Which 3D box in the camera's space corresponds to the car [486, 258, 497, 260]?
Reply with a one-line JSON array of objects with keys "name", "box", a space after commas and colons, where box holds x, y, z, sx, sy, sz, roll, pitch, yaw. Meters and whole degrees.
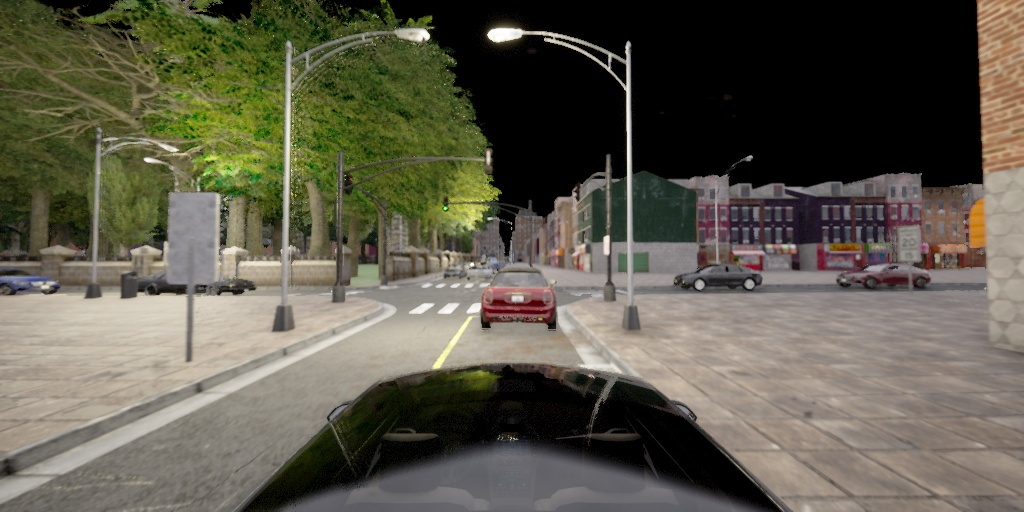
[{"name": "car", "box": [-3.131, 1.243, 53.862, 2.150, 2.045, 5.566, 0, 0, 0]}]

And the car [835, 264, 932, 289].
[{"name": "car", "box": [22.248, 1.181, 21.534, 4.674, 1.442, 1.812, -1, -2, 0]}]

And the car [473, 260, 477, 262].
[{"name": "car", "box": [-5.581, 1.498, 41.912, 2.007, 1.370, 4.403, 0, 0, 0]}]

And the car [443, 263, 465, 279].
[{"name": "car", "box": [-5.547, 1.458, 34.776, 2.007, 1.370, 4.403, 0, 0, 0]}]

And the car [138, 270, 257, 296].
[{"name": "car", "box": [-16.237, 1.349, 18.345, 5.357, 1.411, 2.033, 0, -2, 0]}]

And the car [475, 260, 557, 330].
[{"name": "car", "box": [0.342, 1.144, 11.500, 2.097, 1.767, 4.553, 0, 0, 5]}]

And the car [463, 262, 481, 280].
[{"name": "car", "box": [-2.966, 1.500, 33.122, 1.895, 1.301, 4.718, 0, 0, 2]}]

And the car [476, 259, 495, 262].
[{"name": "car", "box": [-3.052, 1.460, 43.199, 1.837, 1.490, 4.892, 0, 0, -1]}]

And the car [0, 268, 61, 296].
[{"name": "car", "box": [-26.147, 1.321, 18.297, 4.674, 1.442, 1.812, 0, -2, 0]}]

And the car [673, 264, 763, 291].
[{"name": "car", "box": [12.218, 1.267, 21.460, 4.892, 1.490, 1.837, -1, -2, 0]}]
